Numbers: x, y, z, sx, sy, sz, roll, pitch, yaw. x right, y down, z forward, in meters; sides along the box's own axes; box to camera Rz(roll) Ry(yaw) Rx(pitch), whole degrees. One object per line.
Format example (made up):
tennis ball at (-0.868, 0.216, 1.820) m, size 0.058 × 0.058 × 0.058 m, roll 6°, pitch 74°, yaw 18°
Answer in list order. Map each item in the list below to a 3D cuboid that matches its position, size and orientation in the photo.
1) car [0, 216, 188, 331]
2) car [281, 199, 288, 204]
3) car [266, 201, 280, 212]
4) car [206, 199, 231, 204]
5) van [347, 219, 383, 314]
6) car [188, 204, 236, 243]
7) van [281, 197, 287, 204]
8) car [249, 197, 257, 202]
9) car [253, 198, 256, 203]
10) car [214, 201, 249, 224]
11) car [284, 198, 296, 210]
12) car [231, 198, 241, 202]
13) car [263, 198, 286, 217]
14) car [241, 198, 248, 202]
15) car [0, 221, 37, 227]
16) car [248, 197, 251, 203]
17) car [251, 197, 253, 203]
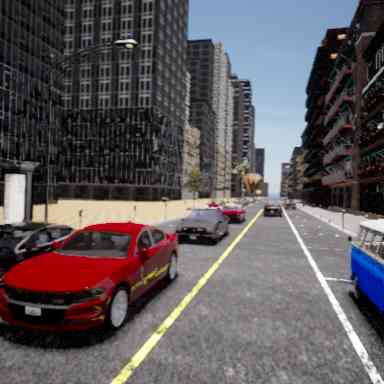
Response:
car at (-1.676, 1.417, 7.103) m, size 1.882 × 1.535 × 5.008 m, roll 2°, pitch 0°, yaw 13°
car at (24.035, 2.432, 86.440) m, size 1.802 × 1.307 × 4.206 m, roll 2°, pitch 0°, yaw 14°
car at (11.557, 1.994, 47.368) m, size 1.895 × 1.301 × 4.718 m, roll 2°, pitch 0°, yaw 14°
car at (2.546, 1.521, 34.781) m, size 1.967 × 1.590 × 4.097 m, roll 2°, pitch 0°, yaw 14°
van at (3.993, 1.474, 5.912) m, size 1.690 × 1.788 × 3.998 m, roll 2°, pitch 0°, yaw 14°
car at (0.714, 1.566, 16.711) m, size 2.033 × 1.411 × 5.357 m, roll 2°, pitch 0°, yaw 14°
van at (25.380, 2.244, 91.808) m, size 1.690 × 1.788 × 3.998 m, roll 2°, pitch 0°, yaw 14°
car at (17.245, 2.208, 93.835) m, size 1.802 × 1.307 × 4.206 m, roll 2°, pitch 0°, yaw 14°
car at (14.533, 2.044, 82.933) m, size 1.752 × 1.417 × 4.829 m, roll 2°, pitch 0°, yaw 14°
car at (3.210, 1.704, 26.719) m, size 1.895 × 1.301 × 4.718 m, roll 2°, pitch 0°, yaw 14°
car at (16.017, 2.099, 54.229) m, size 2.008 × 1.369 × 4.403 m, roll 2°, pitch 0°, yaw 14°
car at (5.176, 1.699, 45.353) m, size 1.752 × 1.417 × 4.829 m, roll 2°, pitch 0°, yaw 14°
car at (8.708, 1.784, 35.794) m, size 2.128 × 1.511 × 4.902 m, roll 2°, pitch 0°, yaw 15°
car at (7.890, 1.822, 56.256) m, size 2.008 × 1.369 × 4.403 m, roll 2°, pitch 0°, yaw 14°
car at (-4.142, 1.421, 7.939) m, size 1.947 × 1.339 × 4.313 m, roll 2°, pitch 0°, yaw 14°
car at (9.230, 1.760, 61.624) m, size 1.967 × 1.590 × 4.097 m, roll 2°, pitch 0°, yaw 14°
car at (10.563, 1.919, 66.992) m, size 2.008 × 1.369 × 4.403 m, roll 2°, pitch 0°, yaw 14°
